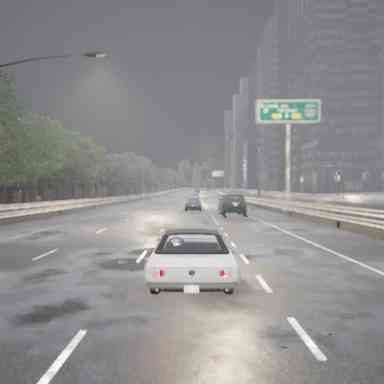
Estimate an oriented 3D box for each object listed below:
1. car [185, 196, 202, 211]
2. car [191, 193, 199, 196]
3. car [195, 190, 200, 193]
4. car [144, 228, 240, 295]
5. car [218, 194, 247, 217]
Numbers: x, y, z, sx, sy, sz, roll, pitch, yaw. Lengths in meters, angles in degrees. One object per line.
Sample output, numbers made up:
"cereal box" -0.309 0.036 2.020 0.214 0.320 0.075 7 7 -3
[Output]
"car" 0.157 1.487 40.304 1.994 1.385 4.181 0 0 0
"car" 0.340 1.340 58.330 1.812 1.442 4.674 0 0 1
"car" 0.867 0.985 92.233 1.882 1.535 5.008 0 1 1
"car" 0.003 1.596 8.673 1.895 1.301 4.718 0 0 0
"car" 3.687 1.180 30.659 2.150 2.045 5.566 0 0 0
